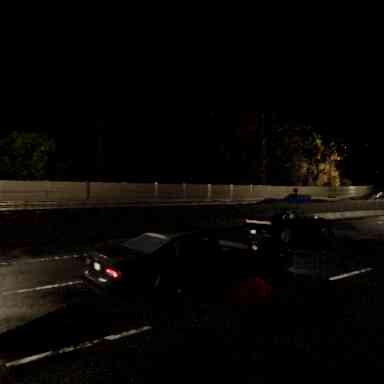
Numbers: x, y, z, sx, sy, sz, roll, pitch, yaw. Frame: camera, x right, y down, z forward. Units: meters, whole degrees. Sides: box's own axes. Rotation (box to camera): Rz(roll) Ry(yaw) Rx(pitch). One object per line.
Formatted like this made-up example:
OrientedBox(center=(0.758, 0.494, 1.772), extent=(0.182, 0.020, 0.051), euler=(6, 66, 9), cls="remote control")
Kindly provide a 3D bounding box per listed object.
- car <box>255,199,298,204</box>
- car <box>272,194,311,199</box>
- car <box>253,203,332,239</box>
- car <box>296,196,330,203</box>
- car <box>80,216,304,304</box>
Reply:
OrientedBox(center=(7.261, 1.622, 30.663), extent=(4.718, 1.301, 1.895), euler=(0, 0, -35), cls="car")
OrientedBox(center=(13.627, 1.271, 43.781), extent=(5.566, 2.045, 2.150), euler=(1, 0, -35), cls="car")
OrientedBox(center=(4.611, 1.498, 15.635), extent=(4.902, 1.511, 2.128), euler=(0, 0, -36), cls="car")
OrientedBox(center=(15.121, 1.570, 40.553), extent=(4.674, 1.442, 1.812), euler=(0, 0, -35), cls="car")
OrientedBox(center=(0.146, 1.549, 8.152), extent=(5.357, 1.411, 2.033), euler=(0, 0, -36), cls="car")
